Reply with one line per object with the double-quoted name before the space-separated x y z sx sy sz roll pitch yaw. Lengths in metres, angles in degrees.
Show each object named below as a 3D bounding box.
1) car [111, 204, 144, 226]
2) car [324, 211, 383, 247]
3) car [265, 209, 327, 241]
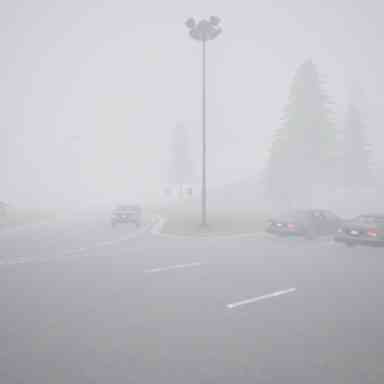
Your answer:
"car" -4.420 1.551 23.172 2.033 1.411 5.357 0 0 -5
"car" 8.072 1.554 13.807 5.357 1.411 2.033 0 0 -36
"car" 6.034 1.553 16.653 5.357 1.411 2.033 0 0 -36
